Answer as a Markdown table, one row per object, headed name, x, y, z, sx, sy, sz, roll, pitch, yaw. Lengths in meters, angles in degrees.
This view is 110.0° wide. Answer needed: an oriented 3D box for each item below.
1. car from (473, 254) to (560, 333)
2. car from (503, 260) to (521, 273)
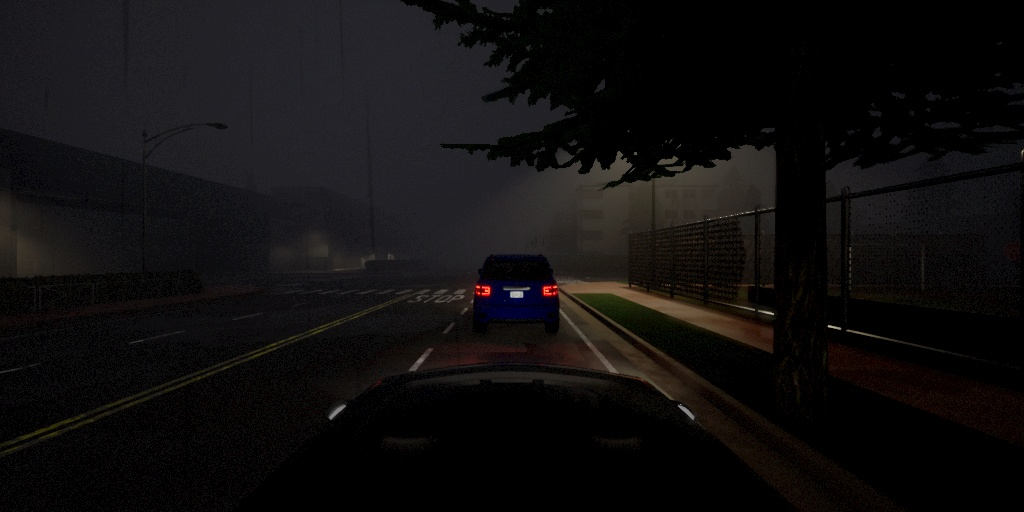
| name | x | y | z | sx | sy | sz | roll | pitch | yaw |
| --- | --- | --- | --- | --- | --- | --- | --- | --- | --- |
| car | 0.113 | 0.972 | 10.857 | 2.150 | 2.045 | 5.566 | 0 | 0 | 0 |
| car | 0.013 | 1.241 | 45.716 | 2.128 | 1.511 | 4.902 | 0 | 0 | 0 |
